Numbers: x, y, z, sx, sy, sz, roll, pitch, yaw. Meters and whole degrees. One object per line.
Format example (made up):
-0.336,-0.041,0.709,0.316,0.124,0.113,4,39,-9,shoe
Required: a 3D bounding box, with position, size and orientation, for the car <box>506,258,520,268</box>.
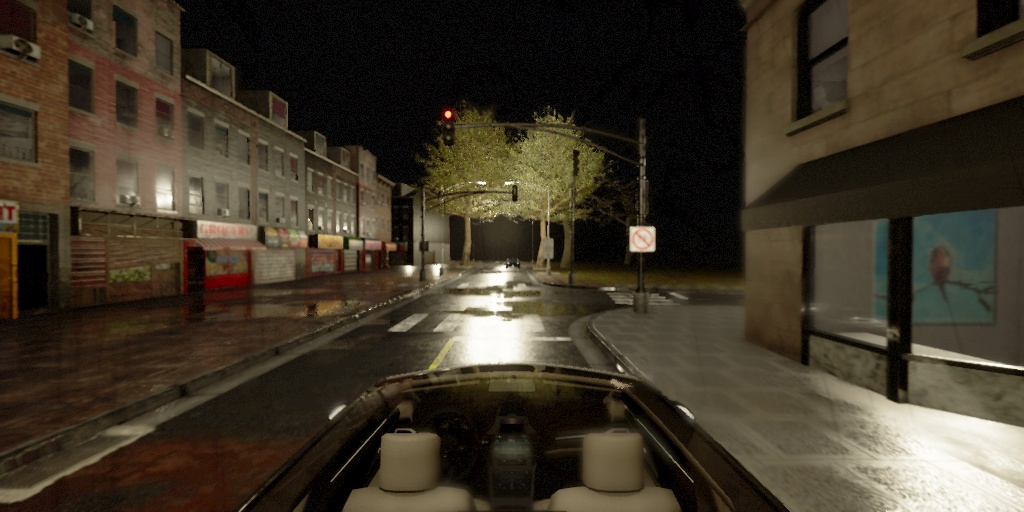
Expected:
0.125,0.937,47.321,1.895,1.301,4.718,0,0,0,car
